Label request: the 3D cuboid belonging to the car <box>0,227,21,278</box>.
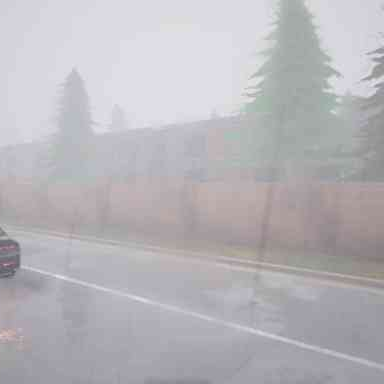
[{"bbox_3d":[-6.229,1.370,8.451,4.892,1.490,1.837,1,1,36],"label":"car"}]
